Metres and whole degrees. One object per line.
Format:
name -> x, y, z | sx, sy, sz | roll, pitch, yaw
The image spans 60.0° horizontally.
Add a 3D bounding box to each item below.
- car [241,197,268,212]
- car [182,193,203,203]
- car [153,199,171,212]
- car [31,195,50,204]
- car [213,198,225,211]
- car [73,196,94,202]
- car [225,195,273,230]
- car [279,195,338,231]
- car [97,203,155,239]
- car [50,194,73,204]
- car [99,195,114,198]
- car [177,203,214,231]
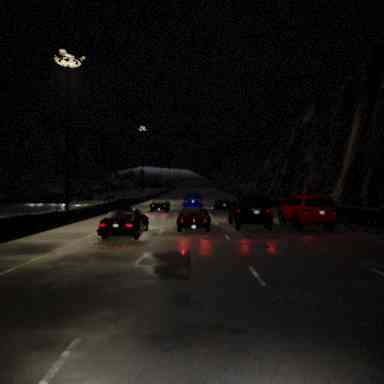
car -> 7.100, 1.338, 38.243 | 2.128, 1.511, 4.902 | 0, 1, 0
car -> 0.100, 1.075, 37.601 | 2.150, 2.045, 5.566 | 0, 1, 0
car -> -3.400, 1.465, 36.566 | 1.895, 1.301, 4.718 | 0, 1, 0
car -> -24.500, 1.214, 54.879 | 2.033, 1.411, 5.357 | 0, 1, 0
car -> 3.600, 1.403, 38.927 | 1.994, 1.385, 4.181 | 0, 1, 0
car -> -17.500, 0.884, 54.883 | 1.994, 1.385, 4.181 | 0, 1, 0
car -> 3.600, 1.204, 21.194 | 2.150, 2.045, 5.566 | 0, 0, 0
car -> 7.100, 1.205, 20.814 | 2.150, 2.045, 5.566 | 0, 0, 0
car -> -3.400, 1.543, 17.312 | 2.033, 1.411, 5.357 | 0, 0, 0
car -> -21.000, 1.172, 54.879 | 1.837, 1.490, 4.892 | 0, 1, 0
car -> -14.000, 0.857, 54.882 | 2.128, 1.511, 4.902 | 0, 1, 0
car -> 0.100, 1.586, 20.320 | 1.895, 1.301, 4.718 | 0, 0, 0
